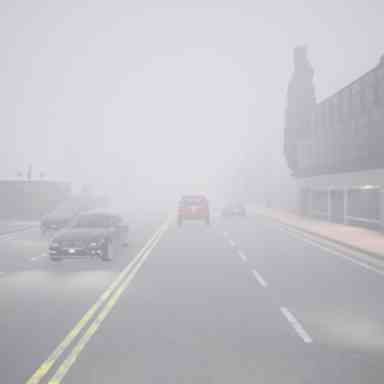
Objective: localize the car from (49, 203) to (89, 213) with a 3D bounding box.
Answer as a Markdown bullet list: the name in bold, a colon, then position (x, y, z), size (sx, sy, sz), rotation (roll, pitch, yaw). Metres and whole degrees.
- **car**: position (-6.990, 1.445, 19.314), size (1.882, 1.535, 5.008), rotation (0, 0, 0)

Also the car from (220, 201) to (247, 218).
- **car**: position (3.589, 1.515, 29.362), size (1.994, 1.385, 4.181), rotation (0, 0, 0)

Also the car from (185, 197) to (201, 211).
- **car**: position (0.104, 1.408, 41.324), size (1.882, 1.535, 5.008), rotation (0, 0, 0)

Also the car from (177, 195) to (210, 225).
- **car**: position (0.111, 1.184, 23.585), size (2.150, 2.045, 5.566), rotation (0, 0, 0)

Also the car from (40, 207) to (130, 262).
- **car**: position (-3.499, 1.486, 12.144), size (1.837, 1.490, 4.892), rotation (0, 0, 0)
